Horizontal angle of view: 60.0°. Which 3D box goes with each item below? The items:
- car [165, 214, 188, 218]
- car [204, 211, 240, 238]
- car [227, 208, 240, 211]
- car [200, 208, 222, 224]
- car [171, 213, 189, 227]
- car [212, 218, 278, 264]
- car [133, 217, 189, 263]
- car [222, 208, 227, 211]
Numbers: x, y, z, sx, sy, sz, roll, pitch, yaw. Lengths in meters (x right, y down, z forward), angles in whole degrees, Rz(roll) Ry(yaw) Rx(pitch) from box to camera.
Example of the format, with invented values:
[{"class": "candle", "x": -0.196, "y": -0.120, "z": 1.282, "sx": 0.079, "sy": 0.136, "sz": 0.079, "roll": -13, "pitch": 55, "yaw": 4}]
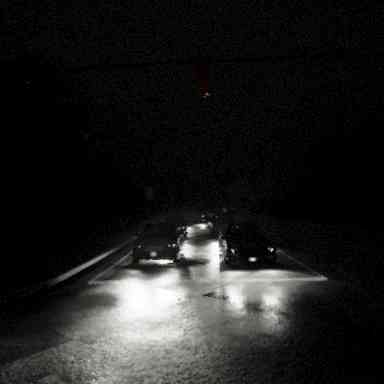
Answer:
[{"class": "car", "x": -1.267, "y": 2.467, "z": 24.063, "sx": 2.128, "sy": 1.511, "sz": 4.902, "roll": -1, "pitch": -2, "yaw": 0}, {"class": "car", "x": 2.232, "y": 2.365, "z": 23.825, "sx": 2.128, "sy": 1.511, "sz": 4.902, "roll": -1, "pitch": -2, "yaw": 0}, {"class": "car", "x": 11.213, "y": 5.055, "z": 90.519, "sx": 1.882, "sy": 1.535, "sz": 5.008, "roll": -2, "pitch": -3, "yaw": 10}, {"class": "car", "x": 2.130, "y": 2.937, "z": 41.131, "sx": 2.097, "sy": 1.767, "sz": 4.553, "roll": -1, "pitch": -2, "yaw": 0}, {"class": "car", "x": -1.349, "y": 3.158, "z": 38.315, "sx": 1.895, "sy": 1.301, "sz": 4.718, "roll": -1, "pitch": -2, "yaw": 0}, {"class": "car", "x": 2.152, "y": 2.052, "z": 14.189, "sx": 2.033, "sy": 1.411, "sz": 5.357, "roll": -2, "pitch": -2, "yaw": 1}, {"class": "car", "x": -1.355, "y": 2.106, "z": 14.642, "sx": 2.128, "sy": 1.511, "sz": 4.902, "roll": -2, "pitch": -2, "yaw": 1}, {"class": "car", "x": 7.731, "y": 5.204, "z": 90.876, "sx": 2.128, "sy": 1.511, "sz": 4.902, "roll": -2, "pitch": -3, "yaw": 10}]
